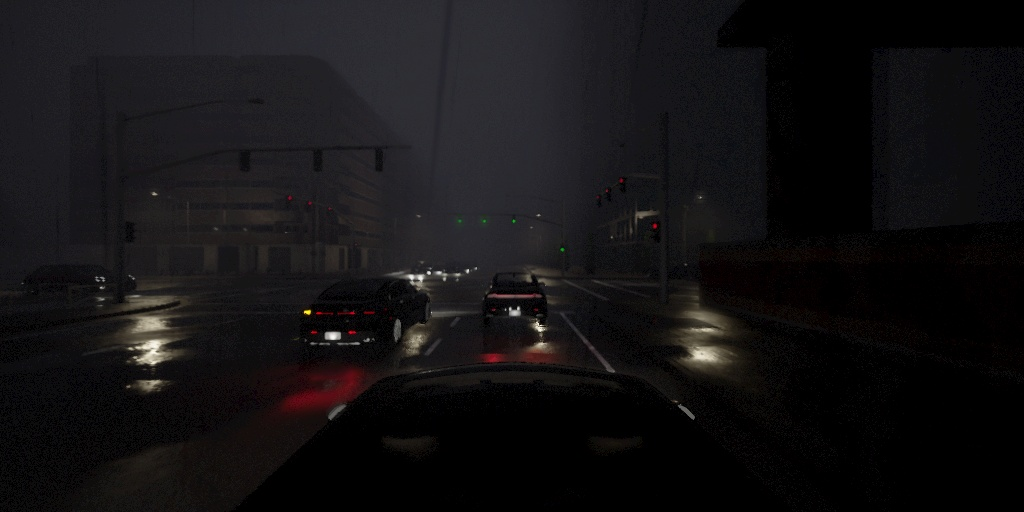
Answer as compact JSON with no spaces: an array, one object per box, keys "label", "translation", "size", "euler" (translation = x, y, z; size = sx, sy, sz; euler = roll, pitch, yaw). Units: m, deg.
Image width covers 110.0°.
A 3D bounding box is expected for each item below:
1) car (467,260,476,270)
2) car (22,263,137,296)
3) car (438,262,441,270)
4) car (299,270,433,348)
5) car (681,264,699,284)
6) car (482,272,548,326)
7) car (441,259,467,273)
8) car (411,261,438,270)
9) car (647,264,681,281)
[{"label":"car","translation":[-7.312,1.500,56.444],"size":[1.994,1.385,4.181],"euler":[0,0,1]},{"label":"car","translation":[-23.668,1.221,19.772],"size":[4.553,1.767,2.097],"euler":[0,0,0]},{"label":"car","translation":[-10.861,1.526,53.007],"size":[1.895,1.301,4.718],"euler":[0,0,1]},{"label":"car","translation":[-3.442,1.282,9.296],"size":[1.837,1.490,4.892],"euler":[0,0,0]},{"label":"car","translation":[15.837,1.381,26.837],"size":[4.902,1.511,2.128],"euler":[0,0,0]},{"label":"car","translation":[0.076,1.276,11.740],"size":[2.128,1.511,4.902],"euler":[0,0,0]},{"label":"car","translation":[-7.408,1.380,46.428],"size":[1.882,1.535,5.008],"euler":[0,0,0]},{"label":"car","translation":[-10.906,1.385,43.663],"size":[2.128,1.511,4.902],"euler":[0,0,0]},{"label":"car","translation":[14.001,1.393,30.344],"size":[4.902,1.511,2.128],"euler":[0,0,0]}]
